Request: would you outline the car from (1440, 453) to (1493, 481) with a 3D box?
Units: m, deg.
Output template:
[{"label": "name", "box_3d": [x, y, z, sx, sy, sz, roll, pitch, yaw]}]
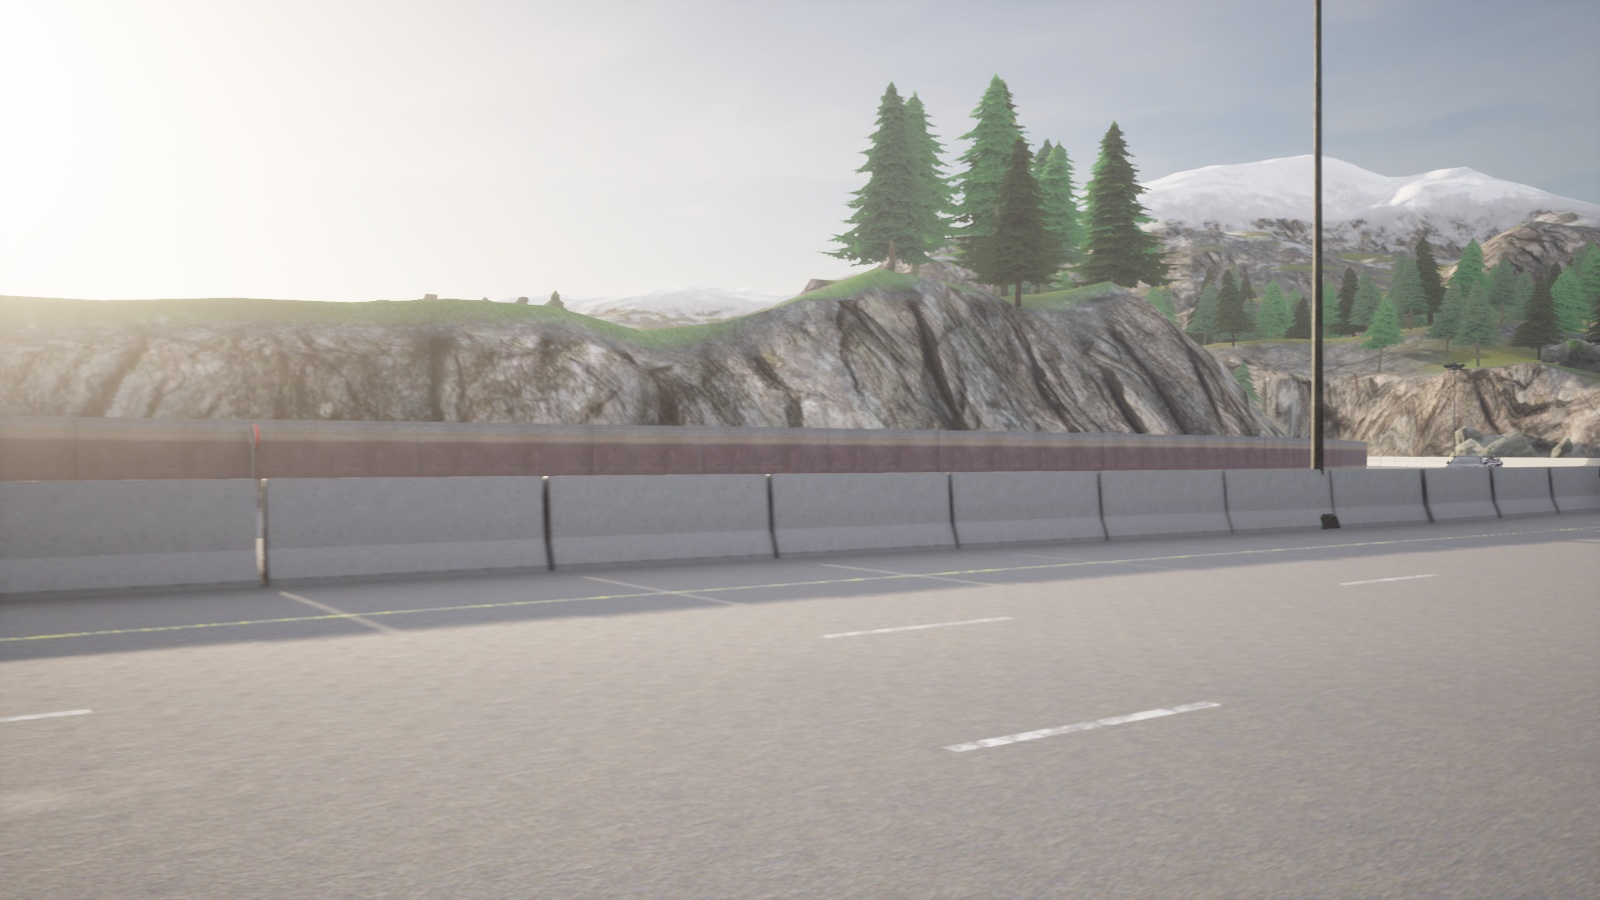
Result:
[{"label": "car", "box_3d": [35.386, 0.859, 66.606, 1.812, 1.442, 4.674, 0, 0, 37]}]
